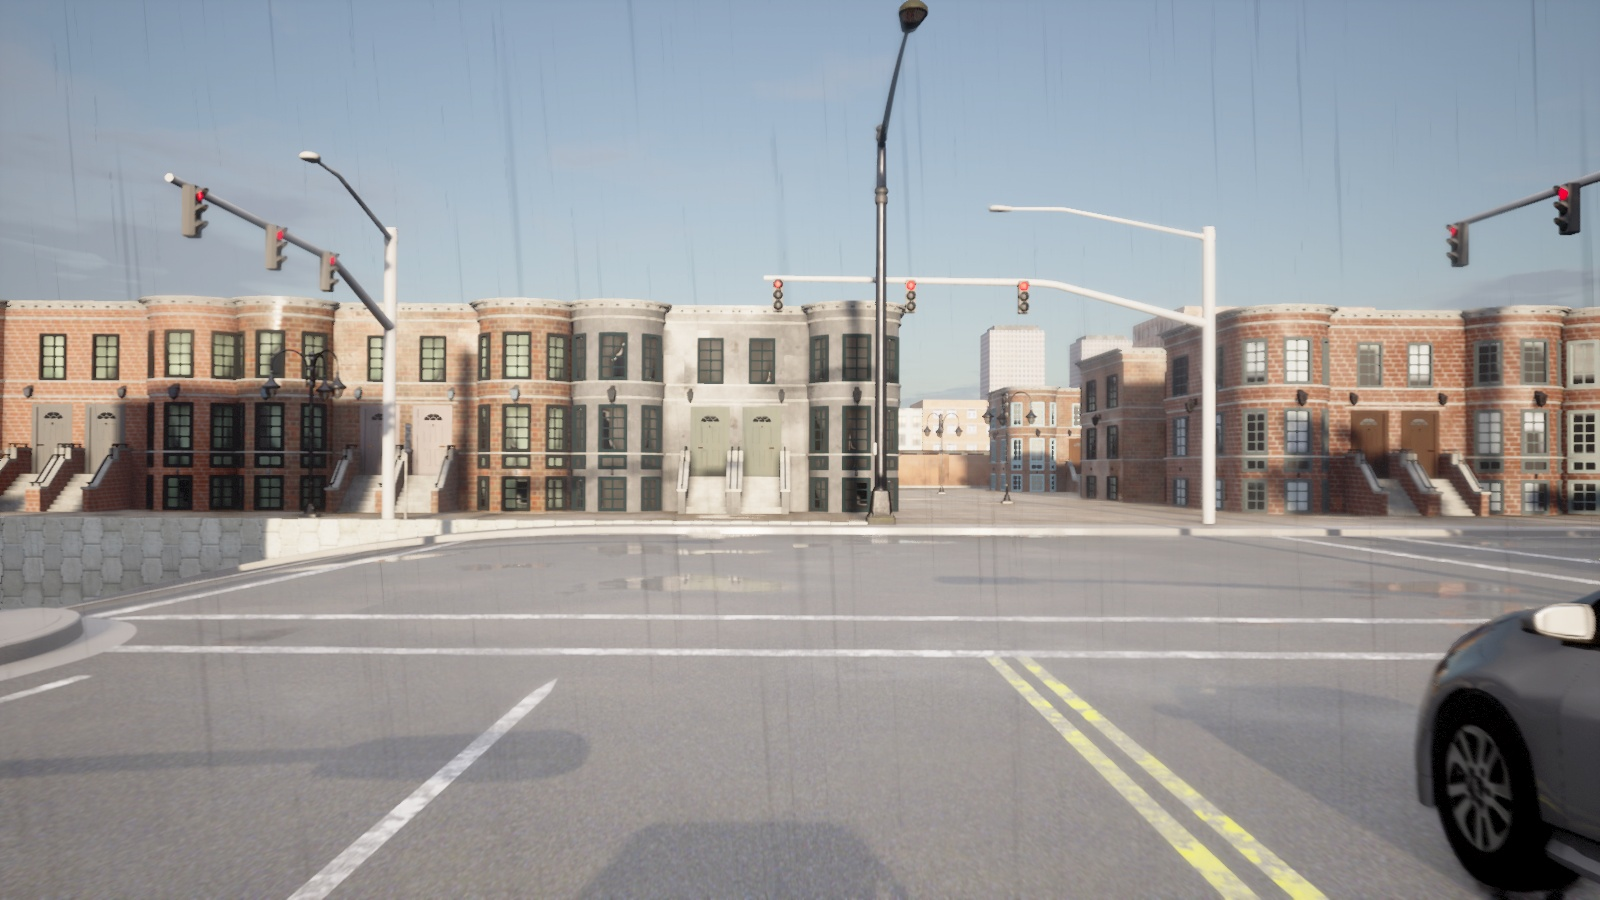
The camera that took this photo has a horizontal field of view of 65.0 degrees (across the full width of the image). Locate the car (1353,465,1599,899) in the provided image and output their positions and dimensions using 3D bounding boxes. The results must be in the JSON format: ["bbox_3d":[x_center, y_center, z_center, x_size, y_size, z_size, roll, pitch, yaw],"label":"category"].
[{"bbox_3d":[3.491,0.796,3.363,2.007,1.525,4.514,0,-1,0],"label":"car"}]
